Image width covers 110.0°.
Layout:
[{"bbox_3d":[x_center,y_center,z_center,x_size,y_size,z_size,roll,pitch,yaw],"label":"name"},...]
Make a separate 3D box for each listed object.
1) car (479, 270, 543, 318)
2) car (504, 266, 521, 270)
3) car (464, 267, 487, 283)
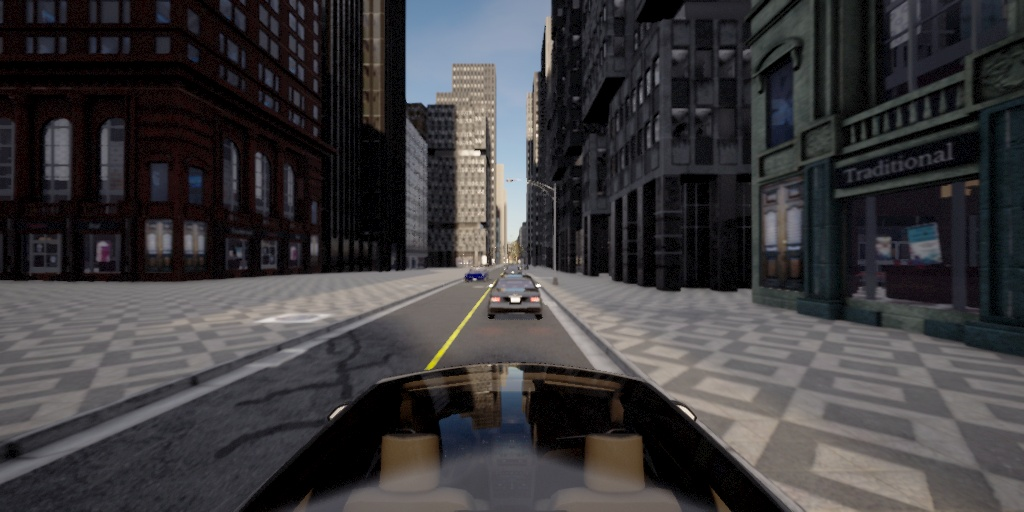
[{"bbox_3d":[0.100,1.402,13.414,2.033,1.411,5.357,0,-1,0],"label":"car"},{"bbox_3d":[0.102,1.764,40.182,1.994,1.385,4.181,0,-1,0],"label":"car"},{"bbox_3d":[-3.093,1.672,31.939,1.895,1.301,4.718,0,-1,0],"label":"car"}]
